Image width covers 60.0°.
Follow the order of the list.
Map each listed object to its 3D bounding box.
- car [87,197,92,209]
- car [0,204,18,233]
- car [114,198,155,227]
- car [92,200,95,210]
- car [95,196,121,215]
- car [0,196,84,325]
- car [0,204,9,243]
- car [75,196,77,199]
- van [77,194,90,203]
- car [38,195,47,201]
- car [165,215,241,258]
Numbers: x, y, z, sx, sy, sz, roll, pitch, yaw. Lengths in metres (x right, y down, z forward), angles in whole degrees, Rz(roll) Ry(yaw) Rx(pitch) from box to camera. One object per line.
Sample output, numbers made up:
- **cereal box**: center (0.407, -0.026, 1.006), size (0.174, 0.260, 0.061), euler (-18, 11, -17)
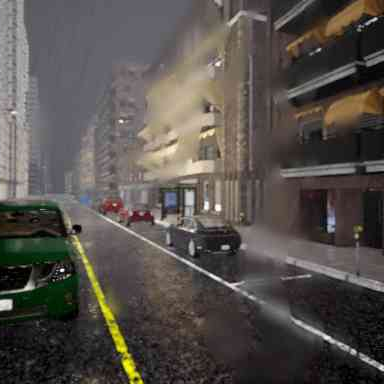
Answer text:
- **car**: center (-12.453, 1.609, 44.222), size (1.802, 1.307, 4.206), euler (0, 0, -22)
- **car**: center (-11.674, 1.521, 19.976), size (1.752, 1.417, 4.829), euler (0, 0, -22)
- **car**: center (-3.971, 1.458, 23.280), size (1.967, 1.590, 4.097), euler (0, 0, -22)
- **car**: center (-10.333, 1.607, 38.986), size (1.802, 1.307, 4.206), euler (0, 0, -22)
- **car**: center (-8.211, 1.337, 33.752), size (2.192, 1.841, 5.009), euler (0, 0, -22)
- **car**: center (-3.693, 1.220, 7.170), size (2.150, 2.045, 5.566), euler (0, 0, -22)
- **car**: center (-9.618, 1.434, 14.899), size (1.967, 1.590, 4.097), euler (0, 0, -22)
- **car**: center (-23.056, 1.618, 70.399), size (1.947, 1.339, 4.313), euler (0, 0, -22)
- **van**: center (-20.936, 1.387, 65.163), size (1.690, 1.788, 3.998), euler (0, 0, -22)
- **car**: center (-37.186, 1.487, 82.960), size (1.967, 1.590, 4.097), euler (0, 0, -22)
- **car**: center (0.270, 1.565, 12.810), size (2.008, 1.369, 4.403), euler (0, 0, -22)
